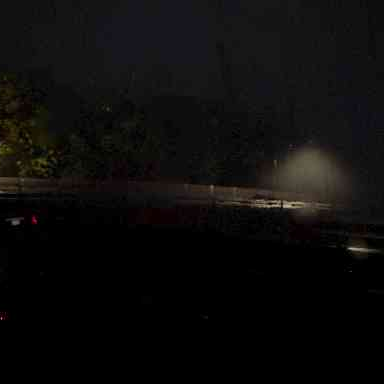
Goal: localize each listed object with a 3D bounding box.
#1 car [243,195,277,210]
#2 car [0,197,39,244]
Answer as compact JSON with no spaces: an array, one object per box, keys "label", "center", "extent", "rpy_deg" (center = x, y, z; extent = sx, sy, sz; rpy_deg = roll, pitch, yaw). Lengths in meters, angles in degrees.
[{"label":"car","center":[10.020,1.426,48.456],"extent":[5.566,2.045,2.150],"rpy_deg":[4,-1,-29]},{"label":"car","center":[-7.990,1.041,12.545],"extent":[4.553,1.767,2.097],"rpy_deg":[1,1,28]}]
